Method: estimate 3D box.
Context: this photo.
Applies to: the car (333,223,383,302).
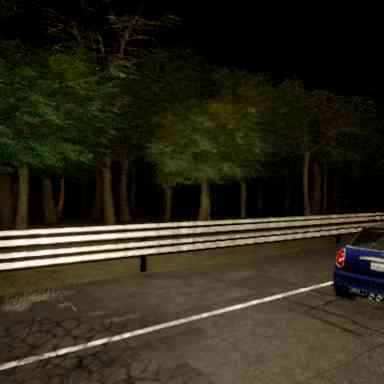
[{"bbox_3d":[5.229,1.454,7.467,4.553,1.767,2.097,1,0,-35],"label":"car"}]
